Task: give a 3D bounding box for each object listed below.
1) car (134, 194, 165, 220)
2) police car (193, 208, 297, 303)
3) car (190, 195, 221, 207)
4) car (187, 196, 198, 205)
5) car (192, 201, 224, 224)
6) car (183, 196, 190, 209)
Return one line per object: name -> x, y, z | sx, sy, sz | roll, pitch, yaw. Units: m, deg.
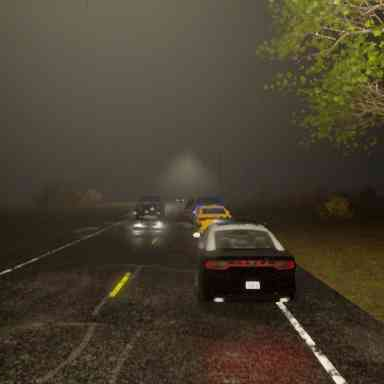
car -> -3.536, 1.223, 28.817 | 2.150, 2.045, 5.566 | 0, 0, 0
police car -> 1.069, 1.426, 8.396 | 1.930, 1.638, 5.238 | 0, 0, 0
car -> 1.104, 1.226, 24.319 | 2.150, 2.045, 5.566 | 0, 0, 0
car -> 0.131, 1.480, 59.390 | 1.882, 1.535, 5.008 | 0, 0, 0
car -> 1.090, 1.480, 18.287 | 1.882, 1.535, 5.008 | 0, 0, 0
car -> 0.133, 1.507, 45.464 | 1.837, 1.490, 4.892 | 0, 0, 1
